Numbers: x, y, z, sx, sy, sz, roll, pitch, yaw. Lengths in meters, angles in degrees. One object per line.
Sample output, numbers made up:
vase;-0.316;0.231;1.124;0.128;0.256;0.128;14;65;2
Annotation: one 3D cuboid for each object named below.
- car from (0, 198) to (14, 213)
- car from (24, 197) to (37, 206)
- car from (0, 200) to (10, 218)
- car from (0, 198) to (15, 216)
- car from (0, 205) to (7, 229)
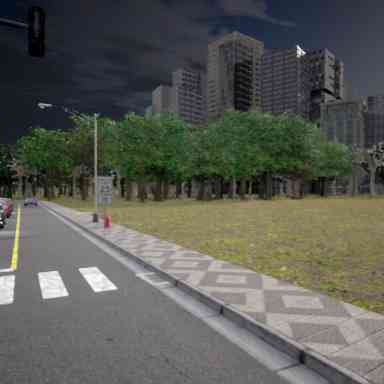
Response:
car;-21.854;1.503;38.779;1.837;1.490;4.892;0;0;-27
car;-25.924;1.532;53.413;2.033;1.411;5.357;0;0;-29
car;-12.880;1.508;21.186;1.837;1.490;4.892;0;0;-27
car;-17.165;1.480;29.610;1.882;1.535;5.008;0;0;-27
car;-8.680;1.494;12.984;2.128;1.511;4.902;0;0;-27
